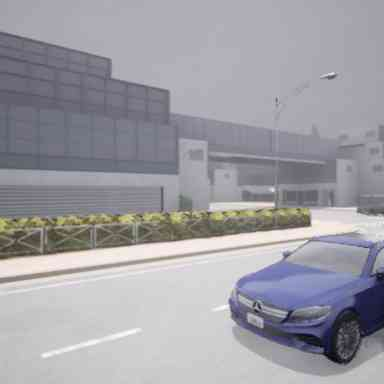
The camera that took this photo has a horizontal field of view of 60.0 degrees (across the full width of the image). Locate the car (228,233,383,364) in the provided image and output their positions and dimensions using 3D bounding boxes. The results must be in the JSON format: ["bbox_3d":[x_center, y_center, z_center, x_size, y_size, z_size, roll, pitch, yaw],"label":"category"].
[{"bbox_3d":[2.776,1.515,5.940,4.674,1.442,1.812,0,0,-35],"label":"car"}]

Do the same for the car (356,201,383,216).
[{"bbox_3d":[17.466,1.487,29.324,2.033,1.411,5.357,0,0,-36],"label":"car"}]
